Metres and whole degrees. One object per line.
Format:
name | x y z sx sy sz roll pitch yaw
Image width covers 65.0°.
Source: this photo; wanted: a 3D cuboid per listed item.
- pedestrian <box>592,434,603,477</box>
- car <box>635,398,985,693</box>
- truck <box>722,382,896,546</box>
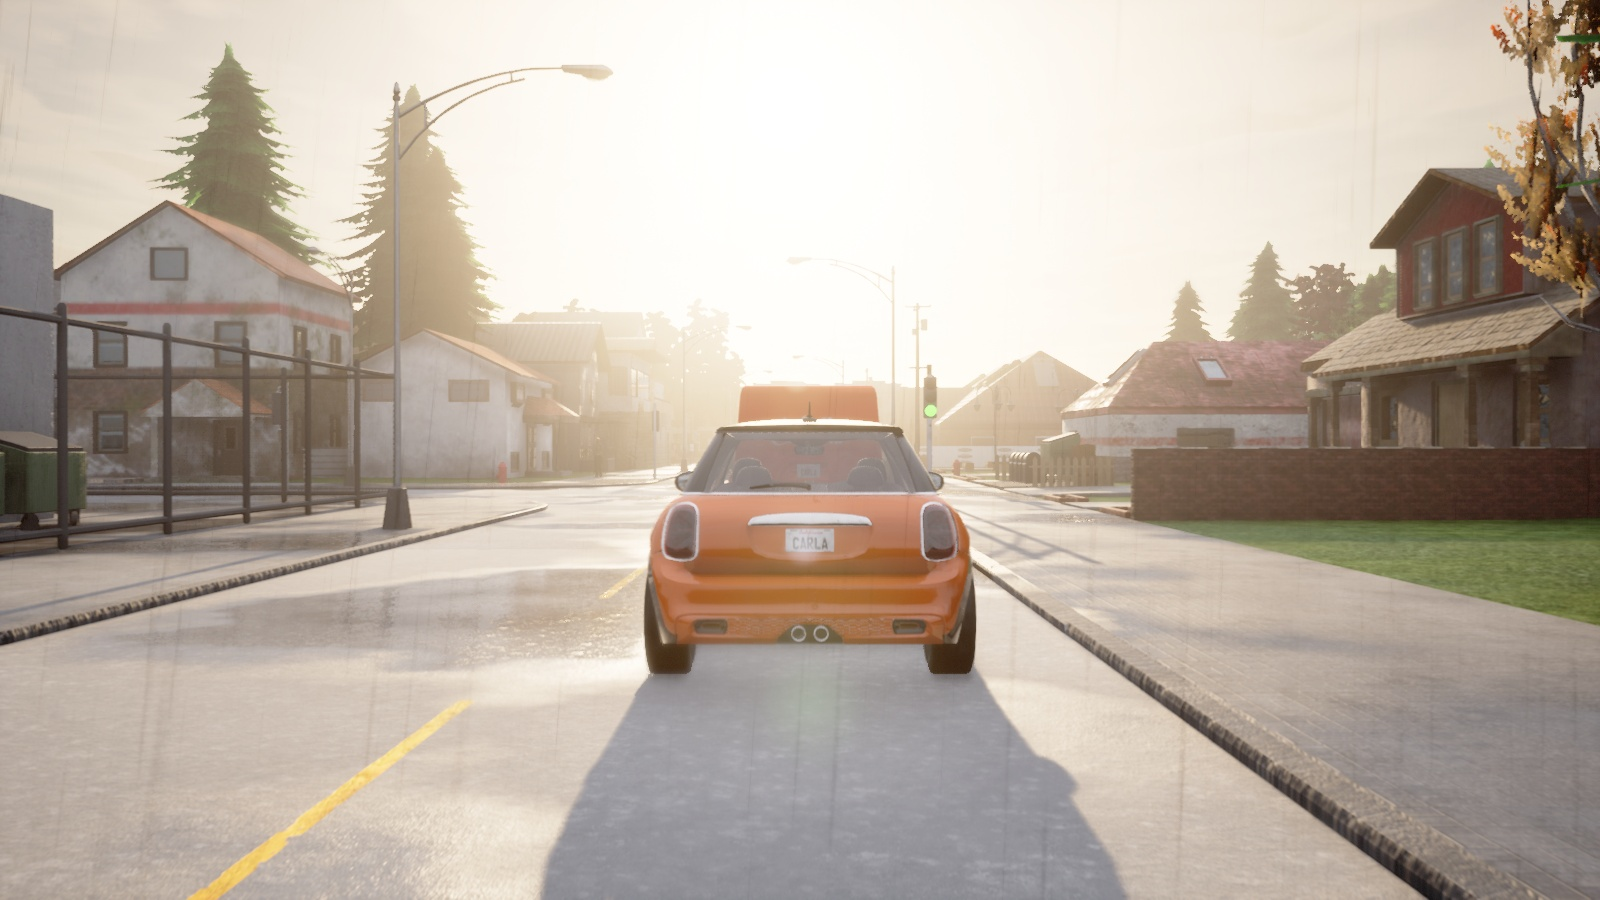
pedestrian | -8.865 0.245 54.981 0.331 1.846 0.634 0 0 1
car | 0.073 0.568 9.798 2.097 1.767 4.553 0 0 0
truck | 0.144 0.184 21.577 2.627 2.467 5.204 0 1 0
